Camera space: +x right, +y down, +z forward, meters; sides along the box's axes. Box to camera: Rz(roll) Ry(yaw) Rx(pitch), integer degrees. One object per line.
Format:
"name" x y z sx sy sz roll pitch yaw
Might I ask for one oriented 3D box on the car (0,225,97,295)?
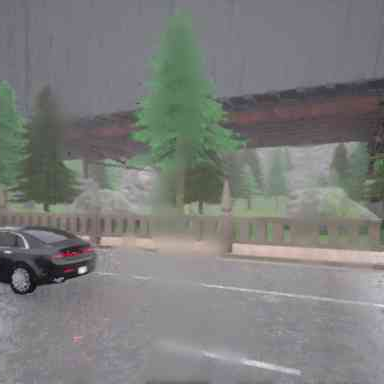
"car" -4.906 1.680 9.060 4.892 1.490 1.837 -1 -1 22
